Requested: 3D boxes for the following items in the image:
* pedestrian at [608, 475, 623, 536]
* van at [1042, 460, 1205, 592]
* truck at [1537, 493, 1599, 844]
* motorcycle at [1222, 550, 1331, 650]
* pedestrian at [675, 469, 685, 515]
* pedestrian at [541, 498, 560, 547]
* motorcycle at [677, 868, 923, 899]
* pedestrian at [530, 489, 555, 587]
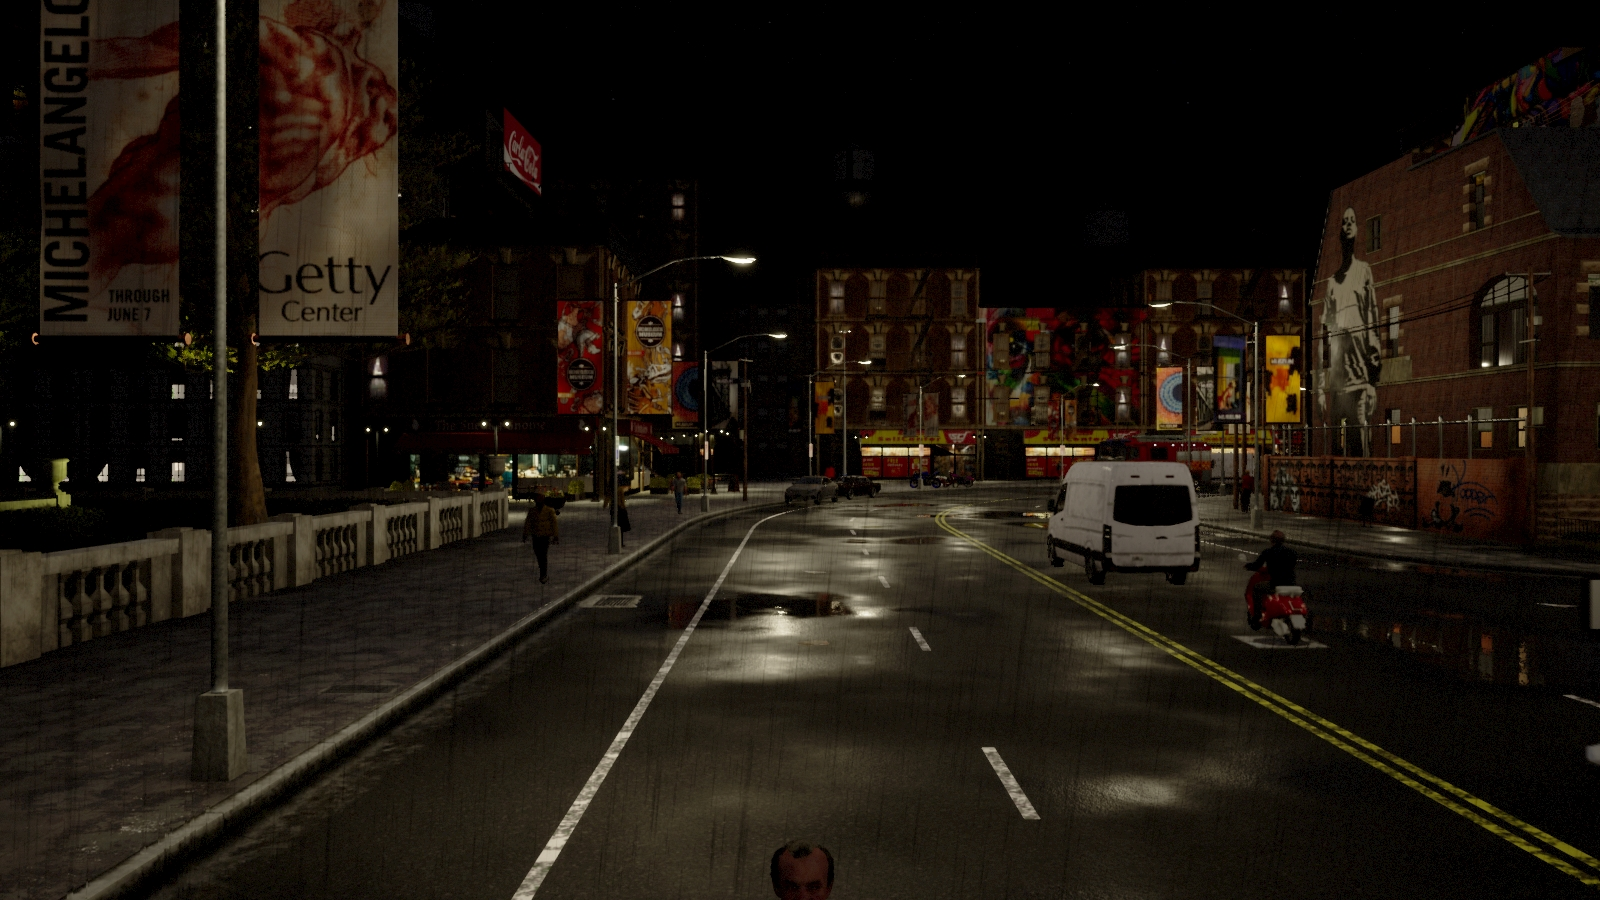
[{"bbox_3d":[-5.685,1.696,35.250,0.375,1.860,0.375,0,0,7],"label":"pedestrian"},{"bbox_3d":[7.048,1.534,25.645,1.988,2.561,5.915,0,0,0],"label":"van"},{"bbox_3d":[7.013,1.567,6.232,2.627,2.467,5.204,0,0,0],"label":"truck"},{"bbox_3d":[7.017,2.182,16.930,0.856,1.236,1.805,0,0,0],"label":"motorcycle"},{"bbox_3d":[-4.893,1.696,46.649,0.375,1.860,0.375,0,0,1],"label":"pedestrian"},{"bbox_3d":[-6.829,1.978,31.276,0.375,1.300,0.375,0,0,11],"label":"pedestrian"},{"bbox_3d":[-0.002,2.182,3.374,0.856,1.236,1.805,0,0,0],"label":"motorcycle"},{"bbox_3d":[-4.987,1.696,22.150,0.375,1.860,0.375,0,0,3],"label":"pedestrian"}]
